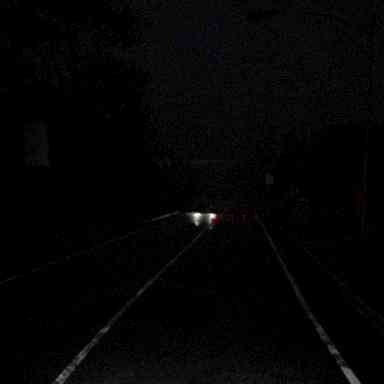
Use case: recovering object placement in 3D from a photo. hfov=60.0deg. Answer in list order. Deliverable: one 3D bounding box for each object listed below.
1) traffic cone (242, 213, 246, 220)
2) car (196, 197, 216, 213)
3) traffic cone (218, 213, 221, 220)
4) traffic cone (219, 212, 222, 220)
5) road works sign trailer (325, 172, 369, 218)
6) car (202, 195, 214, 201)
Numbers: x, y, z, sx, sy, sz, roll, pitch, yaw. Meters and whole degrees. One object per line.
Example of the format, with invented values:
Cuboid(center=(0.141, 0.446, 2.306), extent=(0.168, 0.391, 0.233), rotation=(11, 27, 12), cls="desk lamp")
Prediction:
Cuboid(center=(4.237, 1.996, 27.062), extent=(0.340, 0.580, 0.340), rotation=(1, 0, 9), cls="traffic cone")
Cuboid(center=(1.652, 1.453, 37.107), extent=(1.882, 1.535, 5.008), rotation=(1, 0, 9), cls="car")
Cuboid(center=(1.647, 1.960, 23.430), extent=(0.340, 0.580, 0.340), rotation=(1, 0, 9), cls="traffic cone")
Cuboid(center=(1.959, 1.961, 25.405), extent=(0.340, 0.580, 0.340), rotation=(1, 0, 9), cls="traffic cone")
Cuboid(center=(10.679, 0.341, 22.936), extent=(2.880, 2.380, 3.560), rotation=(-5, -18, 21), cls="road works sign trailer")
Cuboid(center=(3.646, 1.427, 77.790), extent=(2.033, 1.411, 5.357), rotation=(0, 0, -5), cls="car")
